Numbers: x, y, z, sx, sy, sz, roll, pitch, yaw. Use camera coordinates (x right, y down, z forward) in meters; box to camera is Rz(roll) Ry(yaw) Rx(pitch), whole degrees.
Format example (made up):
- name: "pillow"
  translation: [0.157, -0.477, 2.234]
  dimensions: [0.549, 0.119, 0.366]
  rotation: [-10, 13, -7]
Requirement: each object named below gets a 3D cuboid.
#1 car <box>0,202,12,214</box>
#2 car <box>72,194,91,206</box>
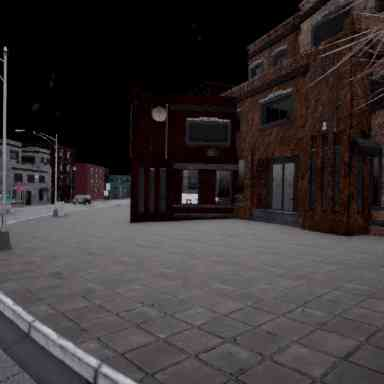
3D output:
- name: "car"
  translation: [-20.394, 1.640, 33.914]
  dimensions: [1.895, 1.301, 4.718]
  rotation: [1, 0, -3]
- name: "car"
  translation: [-20.733, 1.459, 62.752]
  dimensions: [2.150, 2.045, 5.566]
  rotation: [1, 0, -1]
